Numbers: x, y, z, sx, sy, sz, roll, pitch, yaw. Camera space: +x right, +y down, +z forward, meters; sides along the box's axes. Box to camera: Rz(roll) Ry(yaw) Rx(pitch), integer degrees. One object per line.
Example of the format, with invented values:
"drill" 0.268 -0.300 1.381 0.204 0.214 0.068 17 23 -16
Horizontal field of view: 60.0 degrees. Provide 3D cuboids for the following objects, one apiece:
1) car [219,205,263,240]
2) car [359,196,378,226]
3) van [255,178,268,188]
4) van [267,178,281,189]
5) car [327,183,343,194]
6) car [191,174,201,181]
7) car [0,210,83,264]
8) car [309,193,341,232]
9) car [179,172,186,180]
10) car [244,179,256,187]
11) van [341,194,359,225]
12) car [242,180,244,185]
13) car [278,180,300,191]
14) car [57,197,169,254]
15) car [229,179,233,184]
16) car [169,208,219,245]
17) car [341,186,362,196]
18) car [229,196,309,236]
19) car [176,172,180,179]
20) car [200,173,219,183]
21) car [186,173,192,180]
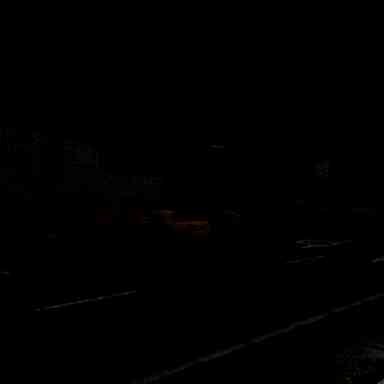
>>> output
"car" 0.918 1.546 17.164 4.674 1.452 2.002 -1 -1 35
"car" 10.795 1.400 24.062 4.553 1.767 2.185 -1 -1 35
"van" 15.226 -1.768 67.254 1.878 1.987 4.442 7 4 35
"van" 16.959 -1.495 64.786 1.878 1.987 4.442 7 4 35
"car" 23.945 -0.431 55.049 2.435 2.045 5.566 7 3 35
"car" 3.093 -3.703 84.518 2.435 2.045 5.566 7 3 34
"car" -6.445 1.523 11.952 4.792 1.488 2.163 -1 -1 34
"car" 5.853 1.265 20.634 5.566 2.045 2.435 -1 -1 35
"car" -0.439 -4.089 89.448 2.185 1.767 4.553 4 1 33
"car" 13.647 -1.816 69.983 1.946 1.575 5.366 7 3 35
"van" 8.389 1.294 22.308 4.442 1.987 1.878 -1 -1 35
"car" 11.812 -2.048 72.300 2.002 1.452 4.674 7 3 35
"car" 18.722 -0.997 62.426 2.231 1.521 4.892 7 3 35
"car" -4.003 1.246 13.701 5.566 2.045 2.435 -1 -1 34
"car" 10.065 -2.321 74.760 2.002 1.452 4.674 7 3 35
"car" -1.686 1.501 15.532 5.366 1.575 1.946 -1 -1 34
"car" 25.640 0.132 52.579 2.002 1.452 4.674 7 3 35
"car" 3.342 1.260 18.925 5.566 2.045 2.435 -1 -1 35
"car" -2.214 -4.366 91.793 2.435 2.045 5.566 1 -1 34
"car" 4.948 -3.180 82.262 1.946 1.575 5.366 7 3 34
"car" 1.295 -3.855 86.981 2.185 1.767 4.553 6 3 34
